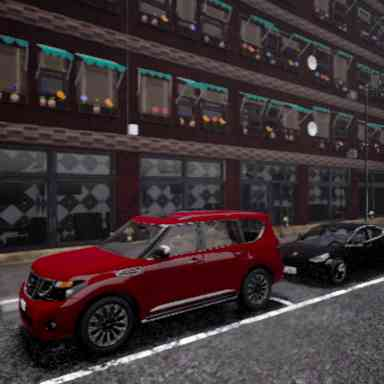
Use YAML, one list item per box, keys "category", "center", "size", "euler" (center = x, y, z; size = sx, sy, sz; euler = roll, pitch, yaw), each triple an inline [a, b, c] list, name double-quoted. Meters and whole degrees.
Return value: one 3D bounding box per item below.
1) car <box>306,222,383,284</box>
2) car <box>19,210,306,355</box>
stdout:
- category: "car"
  center: [4.247, 1.579, 9.593]
  size: [4.313, 1.339, 1.947]
  euler: [0, 0, -36]
- category: "car"
  center: [-0.391, 1.319, 6.284]
  size: [5.009, 1.841, 2.192]
  euler: [0, 0, -36]
